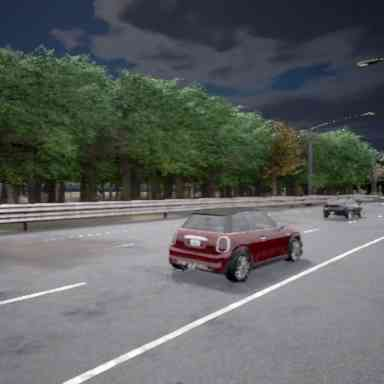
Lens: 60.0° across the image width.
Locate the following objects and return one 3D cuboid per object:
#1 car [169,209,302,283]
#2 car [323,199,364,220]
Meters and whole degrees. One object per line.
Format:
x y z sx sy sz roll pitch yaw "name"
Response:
1.487 1.268 9.796 2.097 1.767 4.553 1 1 41 "car"
12.102 1.305 26.470 1.837 1.490 4.892 1 1 44 "car"
